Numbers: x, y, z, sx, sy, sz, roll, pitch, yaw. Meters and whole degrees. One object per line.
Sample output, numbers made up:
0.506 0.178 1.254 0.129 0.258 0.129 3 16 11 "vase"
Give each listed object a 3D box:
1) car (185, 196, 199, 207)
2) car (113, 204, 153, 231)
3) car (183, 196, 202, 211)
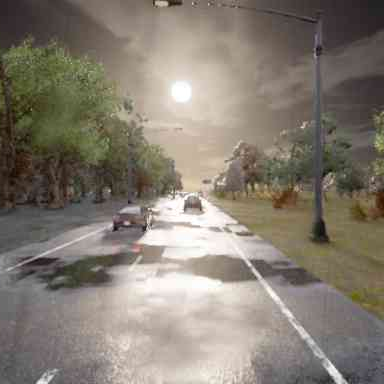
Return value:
0.008 1.368 48.783 2.033 1.411 5.357 0 0 0 "car"
-3.399 1.452 19.666 1.812 1.442 4.674 0 0 0 "car"
0.105 1.210 38.193 2.097 1.767 4.553 0 0 0 "car"
